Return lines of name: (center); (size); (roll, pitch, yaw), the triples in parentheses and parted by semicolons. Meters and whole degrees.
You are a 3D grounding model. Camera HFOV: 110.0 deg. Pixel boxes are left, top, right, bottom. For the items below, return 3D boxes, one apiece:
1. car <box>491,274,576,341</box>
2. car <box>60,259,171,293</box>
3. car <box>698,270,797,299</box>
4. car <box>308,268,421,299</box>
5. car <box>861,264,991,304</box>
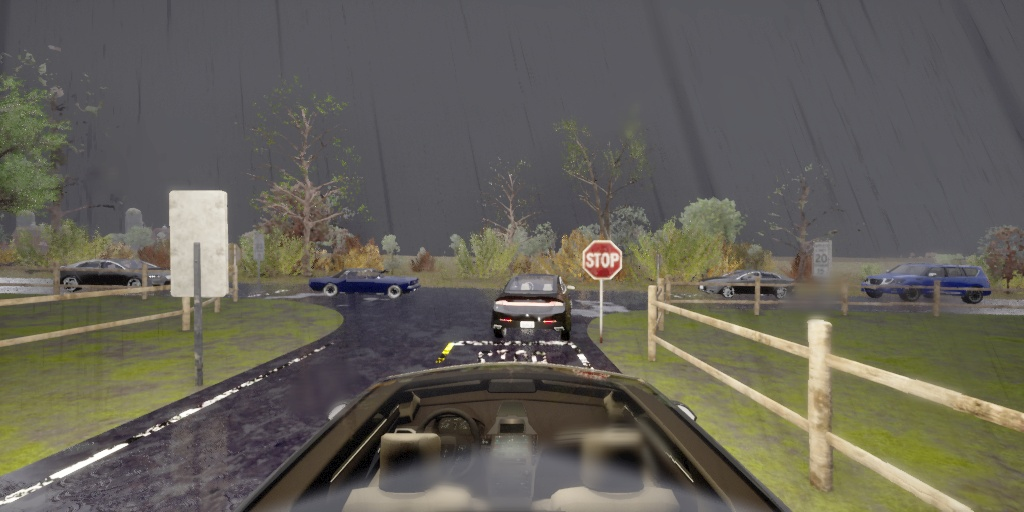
car: (0.708, 1.240, 9.993); (2.128, 1.511, 4.902); (0, 0, 9)
car: (-18.487, 0.885, 17.044); (4.902, 1.511, 2.128); (1, 1, 0)
car: (13.007, 1.525, 19.950); (4.902, 1.511, 2.128); (1, 1, 0)
car: (-6.819, 1.248, 17.026); (4.718, 1.301, 1.895); (1, 1, 0)
car: (22.903, 1.466, 19.937); (5.566, 2.045, 2.150); (1, 1, 0)
